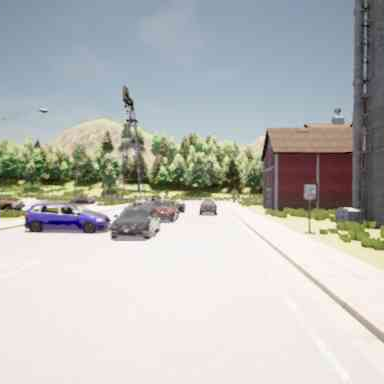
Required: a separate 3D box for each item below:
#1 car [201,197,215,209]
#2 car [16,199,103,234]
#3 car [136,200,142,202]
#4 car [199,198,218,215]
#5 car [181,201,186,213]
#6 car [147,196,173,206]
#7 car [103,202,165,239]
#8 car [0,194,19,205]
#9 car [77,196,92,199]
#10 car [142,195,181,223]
[{"bbox_3d":[2.383,1.576,48.769,1.882,1.535,5.008,1,0,3],"label":"car"},{"bbox_3d":[-6.867,1.428,18.713,4.611,1.667,2.242,1,0,3],"label":"car"},{"bbox_3d":[-5.543,1.311,42.883,3.866,1.878,1.905,1,0,3],"label":"car"},{"bbox_3d":[1.704,1.618,34.765,2.033,1.411,5.357,1,0,3],"label":"car"},{"bbox_3d":[-1.713,1.643,37.819,1.895,1.301,4.718,1,0,3],"label":"car"},{"bbox_3d":[-5.376,1.525,56.376,4.193,1.474,1.816,1,0,3],"label":"car"},{"bbox_3d":[-2.815,1.497,17.277,1.837,1.490,4.892,1,0,3],"label":"car"},{"bbox_3d":[-19.333,1.134,33.433,4.605,1.855,1.932,1,0,3],"label":"car"},{"bbox_3d":[-18.286,1.389,55.888,3.905,1.438,1.784,1,0,3],"label":"car"},{"bbox_3d":[-2.281,1.374,26.143,2.097,1.767,4.553,1,0,3],"label":"car"}]
